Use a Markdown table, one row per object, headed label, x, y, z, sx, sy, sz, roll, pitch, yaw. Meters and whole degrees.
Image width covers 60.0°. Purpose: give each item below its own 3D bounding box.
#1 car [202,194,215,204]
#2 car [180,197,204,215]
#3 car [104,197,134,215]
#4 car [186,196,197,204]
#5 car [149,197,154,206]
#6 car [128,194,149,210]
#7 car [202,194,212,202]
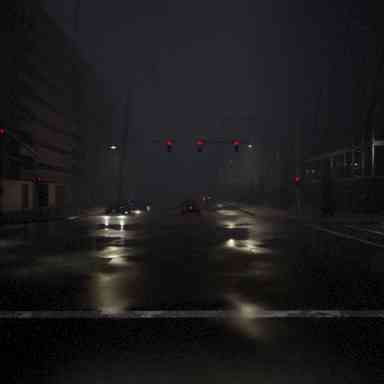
| label | x | y | z | sx | sy | sz | roll | pitch | yaw |
| --- | --- | --- | --- | --- | --- | --- | --- | --- | --- |
| car | 3.419 | 1.491 | 64.627 | 2.128 | 1.511 | 4.902 | 0 | 0 | 1 |
| car | -0.201 | 1.547 | 34.025 | 2.033 | 1.411 | 5.357 | 0 | 0 | -2 |
| car | -7.488 | 1.526 | 34.132 | 1.812 | 1.442 | 4.674 | 0 | 0 | 0 |
| car | -0.076 | 1.564 | 64.869 | 1.994 | 1.385 | 4.181 | 0 | 0 | 0 |
| car | -7.375 | 1.547 | 54.506 | 2.033 | 1.411 | 5.357 | 0 | 0 | 1 |
| car | -7.480 | 1.221 | 44.042 | 2.150 | 2.045 | 5.566 | 0 | 0 | 1 |
| car | 3.418 | 1.355 | 74.492 | 2.097 | 1.767 | 4.553 | 0 | 0 | 1 |
